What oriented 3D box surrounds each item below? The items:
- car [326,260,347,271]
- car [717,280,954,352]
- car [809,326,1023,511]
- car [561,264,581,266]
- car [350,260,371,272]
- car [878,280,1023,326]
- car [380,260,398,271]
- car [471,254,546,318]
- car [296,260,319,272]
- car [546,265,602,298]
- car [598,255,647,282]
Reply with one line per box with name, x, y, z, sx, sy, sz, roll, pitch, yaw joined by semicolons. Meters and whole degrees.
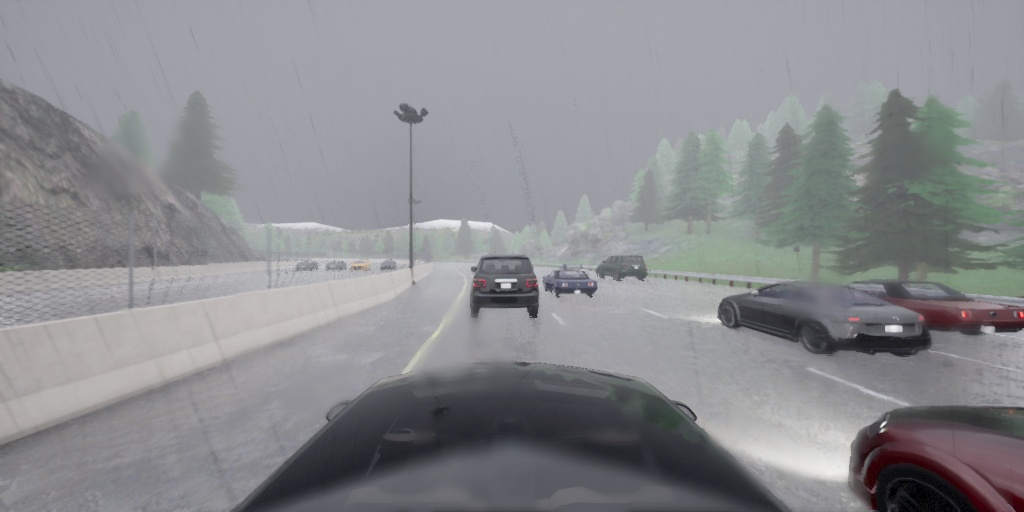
car;-23.726;1.268;48.626;2.128;1.511;4.902;0;0;-15
car;6.880;1.295;8.533;1.994;1.385;4.181;0;0;-2
car;3.518;1.307;0.924;1.994;1.385;4.181;0;0;0
car;4.918;1.323;30.695;1.895;1.301;4.718;0;0;-8
car;-19.704;1.242;46.792;1.882;1.535;5.008;0;0;-13
car;10.341;1.324;10.069;1.895;1.301;4.718;0;0;-2
car;-16.444;1.264;48.221;1.837;1.490;4.892;0;-1;-13
car;-0.325;0.965;13.144;2.150;2.045;5.566;0;0;-3
car;-27.073;1.274;47.578;2.128;1.511;4.902;0;0;-15
car;2.792;1.335;18.430;1.895;1.301;4.718;0;0;-5
car;8.708;0.937;28.749;2.150;2.045;5.566;0;0;-7
